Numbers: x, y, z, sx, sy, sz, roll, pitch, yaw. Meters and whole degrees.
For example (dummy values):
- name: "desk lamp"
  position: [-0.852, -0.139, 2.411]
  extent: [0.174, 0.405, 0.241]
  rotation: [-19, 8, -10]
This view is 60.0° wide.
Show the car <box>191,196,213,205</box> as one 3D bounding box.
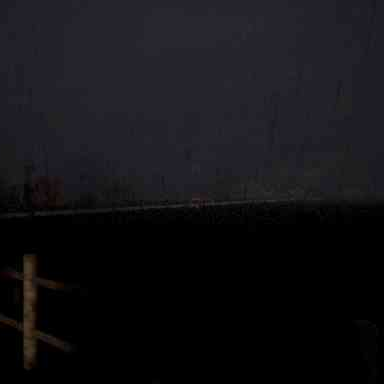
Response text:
- name: "car"
  position: [1.785, 1.428, 58.691]
  extent: [1.882, 1.535, 5.008]
  rotation: [0, 0, 36]
